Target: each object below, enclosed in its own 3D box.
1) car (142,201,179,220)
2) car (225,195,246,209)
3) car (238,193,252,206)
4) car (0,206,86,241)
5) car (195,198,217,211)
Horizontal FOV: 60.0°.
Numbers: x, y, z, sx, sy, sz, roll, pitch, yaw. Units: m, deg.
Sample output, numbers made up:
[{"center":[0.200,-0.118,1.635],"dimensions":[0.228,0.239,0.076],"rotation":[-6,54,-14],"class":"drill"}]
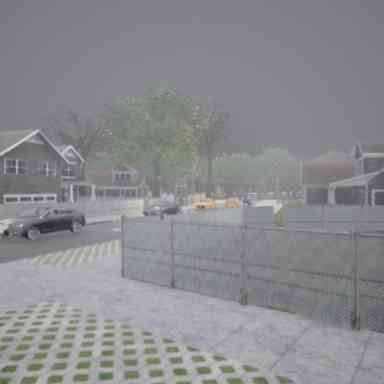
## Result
[{"center":[-2.667,1.592,29.423],"dimensions":[1.837,1.490,4.892],"rotation":[0,0,20],"class":"car"},{"center":[5.650,1.537,44.513],"dimensions":[1.882,1.535,5.008],"rotation":[0,0,17],"class":"car"},{"center":[8.559,1.210,54.472],"dimensions":[2.150,2.045,5.566],"rotation":[0,0,15],"class":"car"},{"center":[-7.630,1.517,17.205],"dimensions":[2.128,1.511,4.902],"rotation":[0,0,23],"class":"car"},{"center":[1.811,1.552,42.019],"dimensions":[1.882,1.535,5.008],"rotation":[0,0,18],"class":"car"}]
